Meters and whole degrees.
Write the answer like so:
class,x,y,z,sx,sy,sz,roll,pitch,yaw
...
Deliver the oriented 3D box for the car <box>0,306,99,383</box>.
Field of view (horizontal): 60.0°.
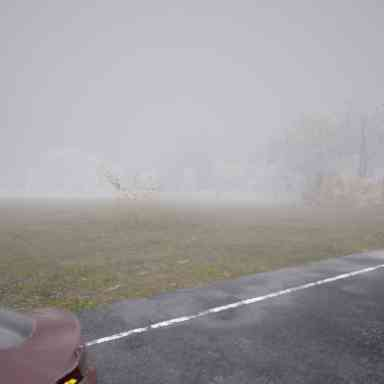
class,x,y,z,sx,sy,sz,roll,pitch,yaw
car,-2.925,1.524,1.905,4.674,1.442,1.812,0,0,-36
